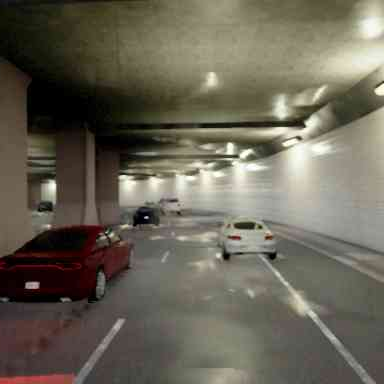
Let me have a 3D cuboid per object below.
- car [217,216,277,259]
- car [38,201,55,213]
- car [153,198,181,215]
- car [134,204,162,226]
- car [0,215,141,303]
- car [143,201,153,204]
[{"bbox_3d":[2.010,1.662,13.011,1.812,1.442,4.674,0,-1,1],"label":"car"},{"bbox_3d":[-20.179,1.990,46.273,2.097,1.767,4.553,0,-1,-24],"label":"car"},{"bbox_3d":[-2.917,1.692,40.128,2.150,2.045,5.566,0,0,-16],"label":"car"},{"bbox_3d":[-3.649,1.884,26.504,1.994,1.385,4.181,0,-1,-8],"label":"car"},{"bbox_3d":[-2.834,1.592,8.593,1.882,1.535,5.008,0,-1,2],"label":"car"},{"bbox_3d":[-6.363,2.130,50.434,1.812,1.442,4.674,0,-1,-23],"label":"car"}]
